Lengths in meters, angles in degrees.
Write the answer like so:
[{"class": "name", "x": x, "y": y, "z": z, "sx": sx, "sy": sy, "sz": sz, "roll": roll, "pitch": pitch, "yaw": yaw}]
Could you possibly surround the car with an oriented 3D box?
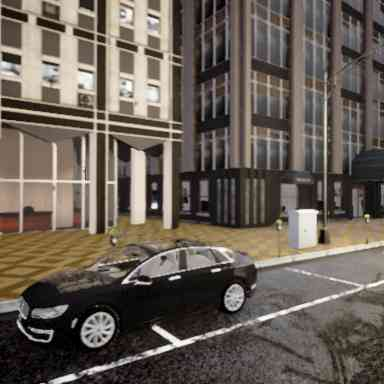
[{"class": "car", "x": -0.694, "y": 1.580, "z": 6.073, "sx": 4.403, "sy": 1.369, "sz": 2.008, "roll": 1, "pitch": -1, "yaw": -36}]
